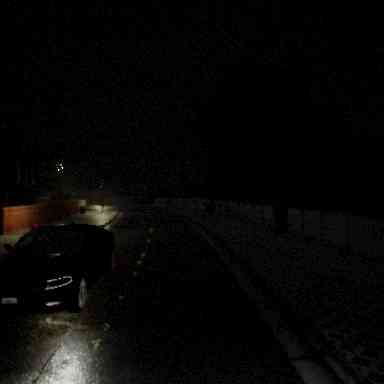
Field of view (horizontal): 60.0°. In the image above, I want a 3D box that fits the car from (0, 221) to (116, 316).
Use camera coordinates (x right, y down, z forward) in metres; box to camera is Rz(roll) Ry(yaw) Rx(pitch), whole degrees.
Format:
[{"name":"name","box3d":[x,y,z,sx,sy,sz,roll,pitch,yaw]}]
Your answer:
[{"name":"car","box3d":[-3.093,1.519,7.933,1.882,1.535,5.008,0,0,-3]}]
